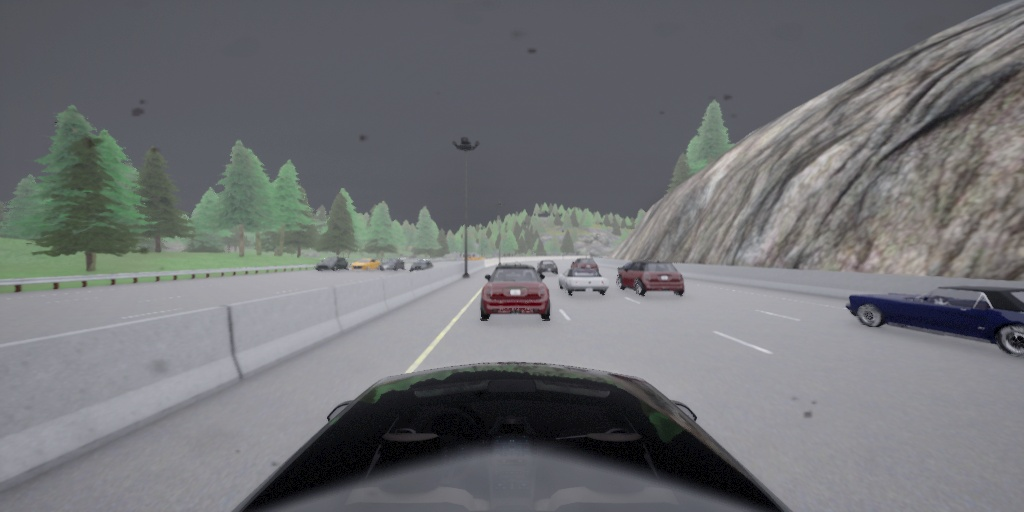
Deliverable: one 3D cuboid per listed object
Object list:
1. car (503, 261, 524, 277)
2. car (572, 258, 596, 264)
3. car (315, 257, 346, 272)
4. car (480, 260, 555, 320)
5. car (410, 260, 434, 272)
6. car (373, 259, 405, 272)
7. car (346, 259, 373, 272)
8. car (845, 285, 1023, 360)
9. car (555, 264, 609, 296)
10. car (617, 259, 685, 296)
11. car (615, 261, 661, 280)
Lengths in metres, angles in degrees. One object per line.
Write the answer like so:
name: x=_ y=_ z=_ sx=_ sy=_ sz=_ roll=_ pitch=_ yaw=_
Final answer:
car: x=0.109 y=1.211 z=34.409 sx=1.895 sy=1.301 sz=4.718 roll=0 pitch=0 yaw=0
car: x=7.108 y=0.957 z=35.592 sx=2.097 sy=1.767 sz=4.553 roll=0 pitch=0 yaw=0
car: x=-21.064 y=0.930 z=42.159 sx=2.097 sy=1.767 sz=4.553 roll=0 pitch=0 yaw=0
car: x=0.102 y=1.056 z=12.455 sx=2.097 sy=1.767 sz=4.553 roll=0 pitch=0 yaw=0
car: x=-10.562 y=1.141 z=42.364 sx=1.994 sy=1.385 sz=4.181 roll=0 pitch=0 yaw=0
car: x=-14.065 y=1.069 z=42.333 sx=2.128 sy=1.511 sz=4.902 roll=0 pitch=0 yaw=0
car: x=-17.559 y=1.052 z=43.201 sx=1.882 sy=1.535 sz=5.008 roll=0 pitch=0 yaw=0
car: x=10.601 y=1.322 z=8.232 sx=1.895 sy=1.301 sz=4.718 roll=0 pitch=0 yaw=0
car: x=3.604 y=1.277 z=18.907 sx=1.895 sy=1.301 sz=4.718 roll=0 pitch=0 yaw=0
car: x=7.105 y=1.028 z=18.819 sx=2.097 sy=1.767 sz=4.553 roll=0 pitch=0 yaw=0
car: x=10.607 y=1.173 z=30.585 sx=2.033 sy=1.411 sz=5.357 roll=0 pitch=0 yaw=0
